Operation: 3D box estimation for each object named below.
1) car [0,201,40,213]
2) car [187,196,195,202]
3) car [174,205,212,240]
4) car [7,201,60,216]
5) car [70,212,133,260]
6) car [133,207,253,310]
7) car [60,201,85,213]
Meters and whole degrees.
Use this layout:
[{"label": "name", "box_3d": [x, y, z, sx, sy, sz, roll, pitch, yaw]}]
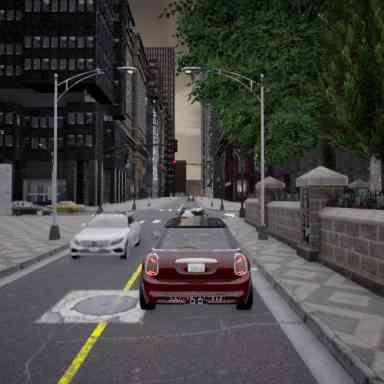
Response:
[{"label": "car", "box_3d": [-20.249, 1.708, 38.552, 4.403, 1.369, 2.008, 0, -1, 0]}, {"label": "car", "box_3d": [-0.288, 1.725, 81.283, 1.812, 1.442, 4.674, 0, 0, 0]}, {"label": "car", "box_3d": [0.033, 1.541, 18.112, 1.812, 1.442, 4.674, 0, 0, 0]}, {"label": "car", "box_3d": [-14.744, 1.518, 30.019, 4.403, 1.369, 2.008, 0, -1, 0]}, {"label": "car", "box_3d": [-3.043, 1.534, 12.633, 1.812, 1.442, 4.674, 0, 0, 0]}, {"label": "car", "box_3d": [0.070, 1.357, 7.985, 2.097, 1.767, 4.553, 0, 0, 0]}, {"label": "car", "box_3d": [-14.906, 1.676, 38.543, 4.829, 1.417, 1.752, 0, -1, 0]}]
